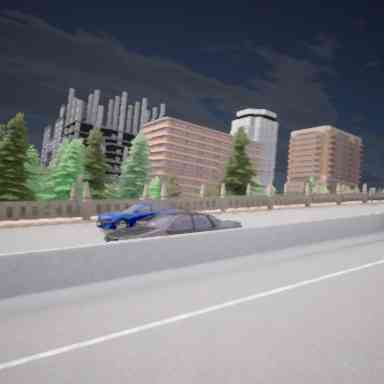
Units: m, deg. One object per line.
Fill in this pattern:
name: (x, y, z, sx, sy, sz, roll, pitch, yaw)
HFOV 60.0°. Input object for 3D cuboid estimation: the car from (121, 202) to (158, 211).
car: (-2.909, 1.373, 19.110, 5.008, 1.535, 1.882, -1, 1, -35)

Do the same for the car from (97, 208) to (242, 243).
car: (-0.471, 1.468, 12.251, 5.357, 1.411, 2.033, -1, 1, -35)

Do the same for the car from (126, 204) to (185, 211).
car: (-0.737, 1.457, 16.359, 4.181, 1.385, 1.994, -1, 1, -35)
